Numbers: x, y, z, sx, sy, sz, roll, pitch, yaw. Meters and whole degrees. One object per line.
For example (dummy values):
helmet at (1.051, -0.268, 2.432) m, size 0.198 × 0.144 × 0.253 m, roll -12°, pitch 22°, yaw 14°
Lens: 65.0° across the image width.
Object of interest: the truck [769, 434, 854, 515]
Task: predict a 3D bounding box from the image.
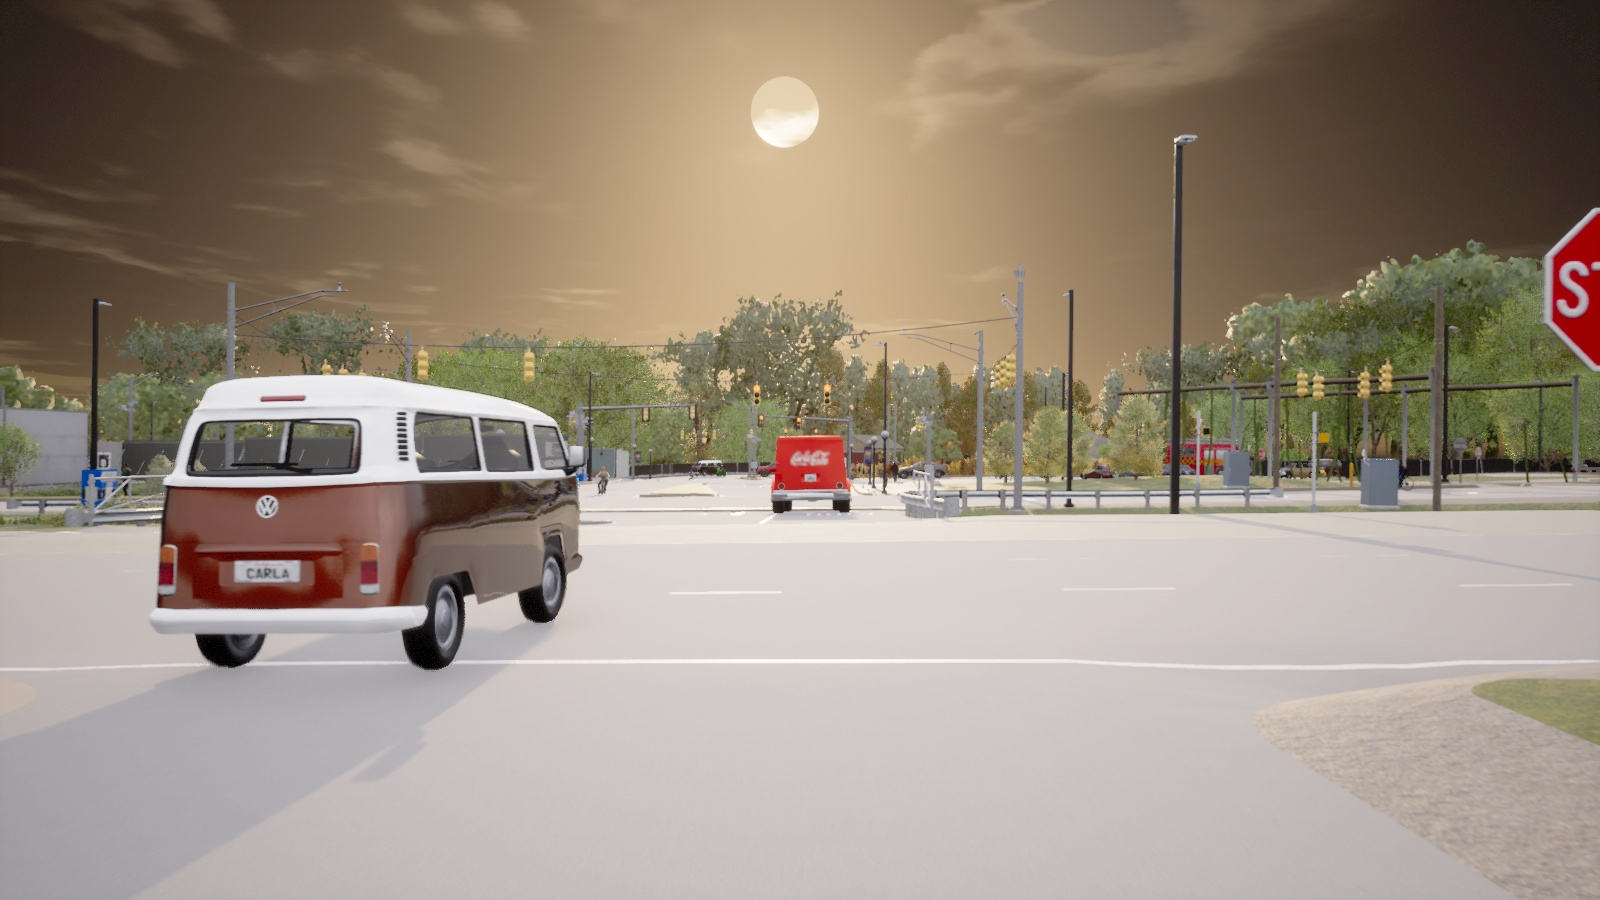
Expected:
truck at (0.406, 0.836, 41.563) m, size 2.627 × 2.467 × 5.204 m, roll -1°, pitch -2°, yaw 1°

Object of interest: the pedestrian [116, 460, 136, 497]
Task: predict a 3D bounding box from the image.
pedestrian at (-36.045, 1.514, 67.162) m, size 0.788 × 1.949 × 0.423 m, roll 1°, pitch 0°, yaw 3°

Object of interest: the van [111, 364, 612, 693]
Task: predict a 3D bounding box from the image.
van at (-3.110, 0.517, 10.114) m, size 2.069 × 2.038 × 4.480 m, roll -1°, pitch 0°, yaw 6°
